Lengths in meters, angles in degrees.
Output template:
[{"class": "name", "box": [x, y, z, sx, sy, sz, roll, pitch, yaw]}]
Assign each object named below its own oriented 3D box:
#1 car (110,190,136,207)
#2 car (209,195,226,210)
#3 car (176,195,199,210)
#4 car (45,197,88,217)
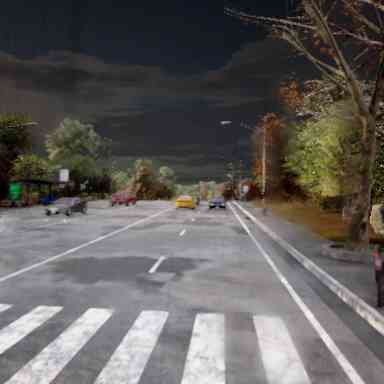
[{"class": "car", "box": [-8.767, 0.797, 42.989, 2.150, 2.045, 5.566, 1, 1, 4]}, {"class": "car", "box": [2.858, 1.310, 37.147, 1.895, 1.301, 4.718, 1, 1, 5]}, {"class": "car", "box": [-0.651, 1.150, 37.167, 1.882, 1.535, 5.008, 1, 1, 5]}, {"class": "car", "box": [-10.093, 1.177, 27.099, 2.128, 1.511, 4.902, 1, 1, 5]}]
